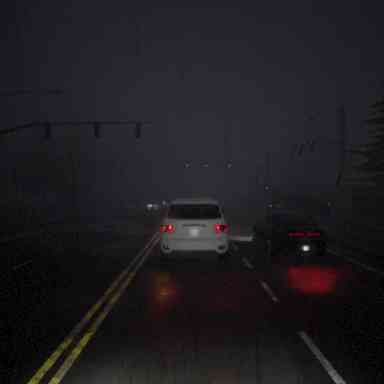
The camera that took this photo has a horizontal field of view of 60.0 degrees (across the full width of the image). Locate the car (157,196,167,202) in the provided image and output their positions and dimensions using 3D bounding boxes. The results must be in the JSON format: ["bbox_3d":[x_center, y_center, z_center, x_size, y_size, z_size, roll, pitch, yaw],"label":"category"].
[{"bbox_3d":[-7.001,1.617,77.228,1.895,1.301,4.718,0,0,0],"label":"car"}]

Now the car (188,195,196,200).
[{"bbox_3d":[-0.001,1.448,92.631,2.033,1.411,5.357,0,0,0],"label":"car"}]

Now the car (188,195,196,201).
[{"bbox_3d":[-0.001,1.547,83.123,2.128,1.511,4.902,0,0,0],"label":"car"}]

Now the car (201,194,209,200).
[{"bbox_3d":[3.499,1.433,92.631,2.128,1.511,4.902,0,0,0],"label":"car"}]

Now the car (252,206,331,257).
[{"bbox_3d":[3.581,1.508,12.867,1.837,1.490,4.892,0,0,0],"label":"car"}]

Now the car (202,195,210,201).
[{"bbox_3d":[3.499,1.544,83.379,1.812,1.442,4.674,0,0,0],"label":"car"}]

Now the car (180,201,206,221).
[{"bbox_3d":[0.088,1.542,28.058,2.033,1.411,5.357,0,0,0],"label":"car"}]

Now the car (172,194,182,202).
[{"bbox_3d":[-3.501,1.376,77.215,2.097,1.767,4.553,0,0,0],"label":"car"}]

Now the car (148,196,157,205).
[{"bbox_3d":[-7.036,1.509,61.674,2.128,1.511,4.902,0,0,1],"label":"car"}]

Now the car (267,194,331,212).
[{"bbox_3d":[8.981,1.200,28.079,5.566,2.045,2.150,-1,-1,-20],"label":"car"}]

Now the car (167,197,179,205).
[{"bbox_3d":[-3.537,1.581,61.580,1.994,1.385,4.181,0,0,1],"label":"car"}]

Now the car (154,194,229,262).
[{"bbox_3d":[0.078,1.224,12.252,2.150,2.045,5.566,0,0,0],"label":"car"}]
